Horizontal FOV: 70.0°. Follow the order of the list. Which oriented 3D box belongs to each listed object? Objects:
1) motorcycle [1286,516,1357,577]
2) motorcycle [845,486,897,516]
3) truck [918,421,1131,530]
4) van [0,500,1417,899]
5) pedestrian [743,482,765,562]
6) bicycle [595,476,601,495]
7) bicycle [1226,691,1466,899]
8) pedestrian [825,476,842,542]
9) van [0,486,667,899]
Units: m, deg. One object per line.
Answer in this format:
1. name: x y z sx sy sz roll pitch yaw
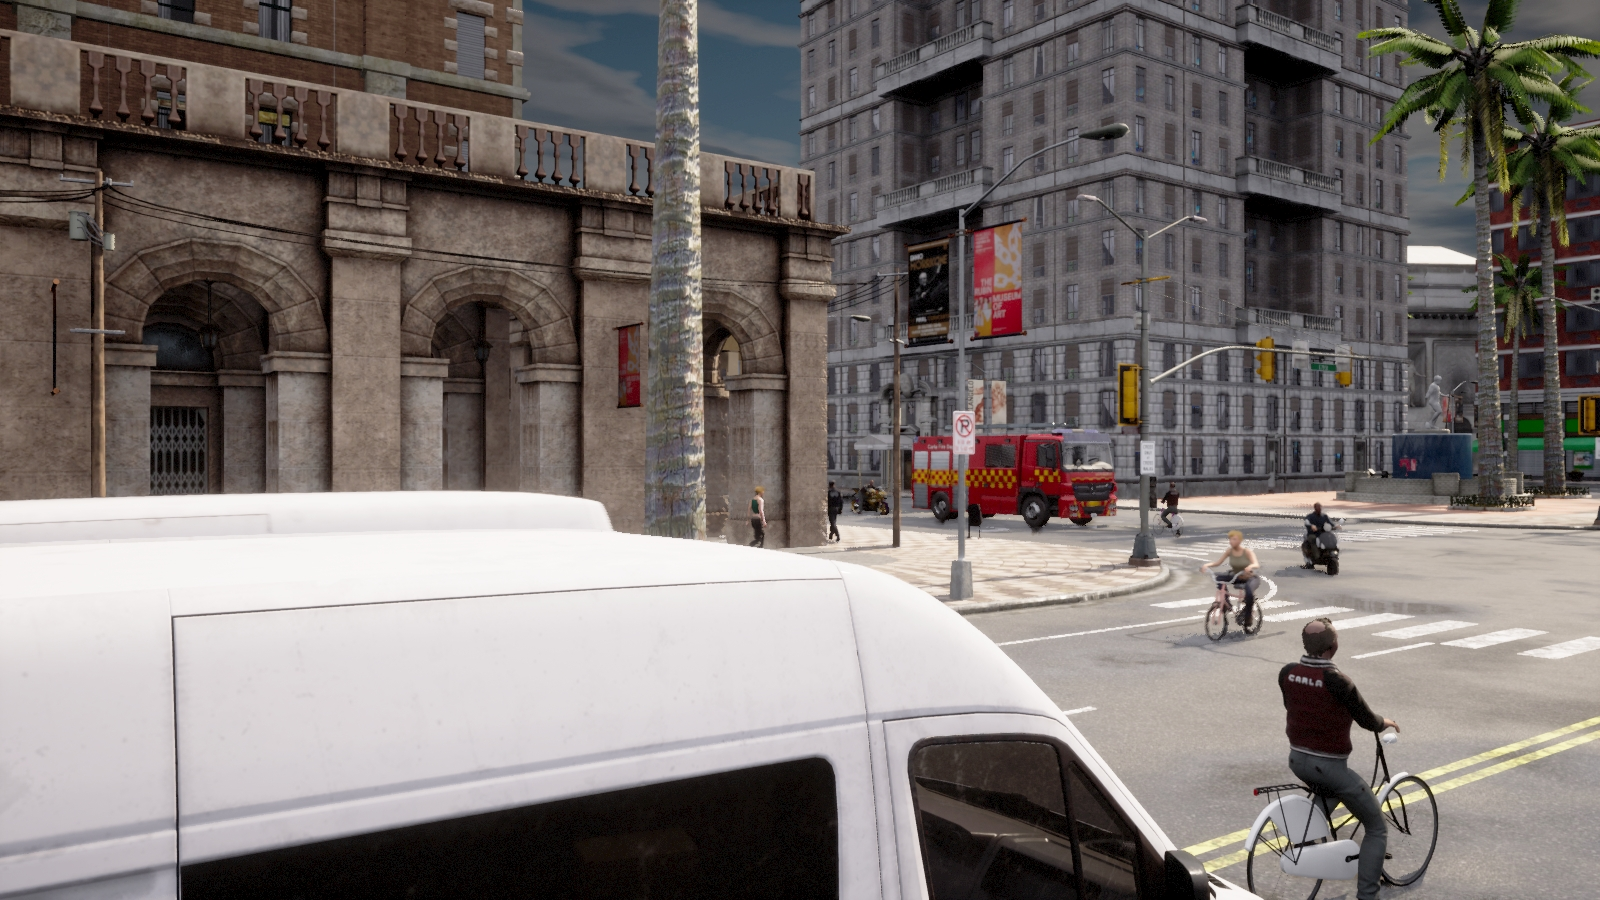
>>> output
1. motorcycle: 11.857 2.182 26.039 0.856 1.236 1.805 -1 0 3
2. motorcycle: 3.065 2.205 49.743 2.209 1.251 0.867 0 0 44
3. truck: 8.452 0.890 44.320 2.891 3.827 8.468 0 0 -35
4. van: -0.760 1.534 3.254 5.915 2.561 1.988 0 0 -35
5. pedestrian: -1.079 1.698 27.063 0.375 1.860 0.375 0 0 -36
6. bicycle: -12.612 2.210 71.312 0.329 1.171 1.835 0 0 -13
7. bicycle: 3.417 2.210 7.085 1.835 1.171 0.329 0 0 -29
8. pedestrian: 0.964 1.696 32.796 0.375 1.860 0.375 0 0 -21
9. van: -3.730 1.534 5.448 5.915 2.561 1.988 0 0 -35
